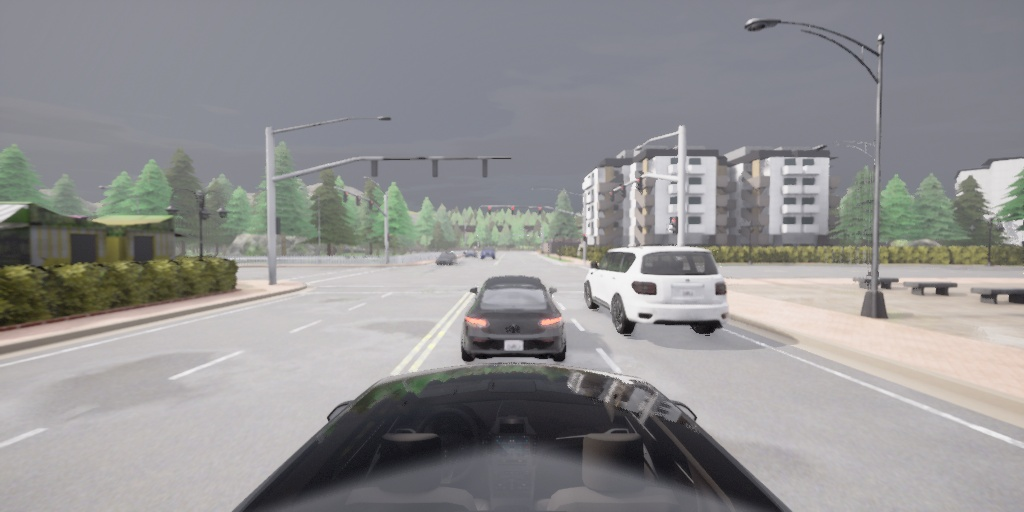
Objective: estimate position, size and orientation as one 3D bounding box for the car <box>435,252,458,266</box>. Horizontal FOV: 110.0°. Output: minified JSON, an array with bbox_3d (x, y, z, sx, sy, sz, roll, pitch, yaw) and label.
[{"bbox_3d":[-7.168,0.355,39.455,1.837,1.490,4.892,0,3,0],"label":"car"}]

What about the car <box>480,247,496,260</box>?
[{"bbox_3d":[-3.793,-0.469,57.653,2.150,2.045,5.566,0,2,0],"label":"car"}]

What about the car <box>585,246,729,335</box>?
[{"bbox_3d":[3.530,0.759,9.871,2.150,2.045,5.566,0,1,0],"label":"car"}]

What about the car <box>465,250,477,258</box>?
[{"bbox_3d":[-7.303,-0.341,64.567,1.812,1.442,4.674,0,2,0],"label":"car"}]

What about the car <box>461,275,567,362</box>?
[{"bbox_3d":[0.032,1.122,7.686,1.812,1.442,4.674,0,1,0],"label":"car"}]
